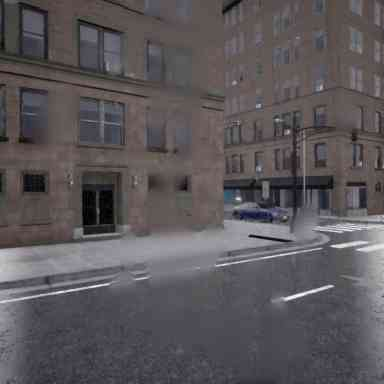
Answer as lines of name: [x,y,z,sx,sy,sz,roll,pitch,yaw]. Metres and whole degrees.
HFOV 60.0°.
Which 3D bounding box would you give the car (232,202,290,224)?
car: [4.934,1.465,24.363,1.812,1.442,4.674,-1,0,-36]
